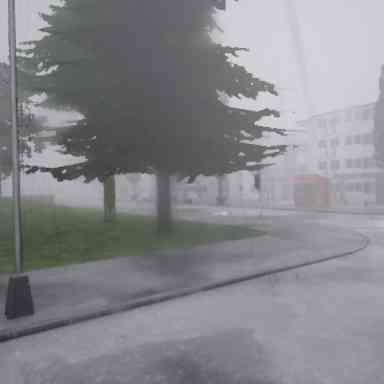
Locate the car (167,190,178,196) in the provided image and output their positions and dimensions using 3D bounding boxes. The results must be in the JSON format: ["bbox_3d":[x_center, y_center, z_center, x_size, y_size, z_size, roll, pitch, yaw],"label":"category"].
[{"bbox_3d":[-5.118,0.262,86.624,1.845,1.501,3.633,-2,1,-24],"label":"car"}]

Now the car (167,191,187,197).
[{"bbox_3d":[-3.770,0.515,84.150,4.974,1.542,2.038,-1,1,-5],"label":"car"}]
